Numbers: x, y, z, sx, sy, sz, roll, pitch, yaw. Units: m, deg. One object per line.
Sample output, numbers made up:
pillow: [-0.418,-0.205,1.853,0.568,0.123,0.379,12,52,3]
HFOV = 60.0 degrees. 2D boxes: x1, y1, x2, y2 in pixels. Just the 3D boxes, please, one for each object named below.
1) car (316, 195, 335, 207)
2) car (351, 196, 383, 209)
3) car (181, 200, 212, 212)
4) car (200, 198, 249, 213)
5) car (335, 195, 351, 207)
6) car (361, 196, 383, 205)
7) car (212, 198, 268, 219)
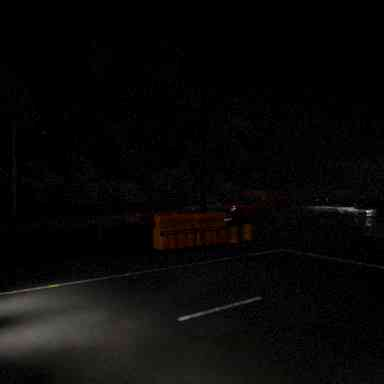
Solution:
car: [20.065,1.178,48.423,4.553,1.767,2.097,0,0,-35]
car: [22.321,1.342,41.437,4.892,1.490,1.837,0,0,-35]
car: [1.145,1.467,30.616,4.674,1.442,1.812,0,0,-36]
car: [3.666,1.464,36.717,5.357,1.411,2.033,0,0,-36]
car: [22.512,1.372,45.869,5.357,1.411,2.033,0,0,-35]
car: [30.487,1.371,55.822,4.718,1.301,1.895,0,0,-35]
car: [4.406,1.288,28.644,4.553,1.767,2.097,0,0,-36]
